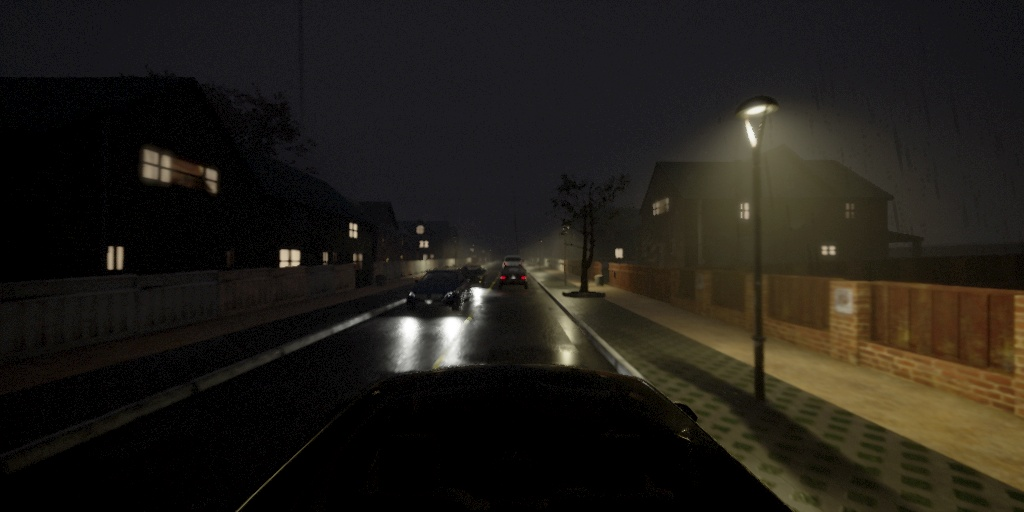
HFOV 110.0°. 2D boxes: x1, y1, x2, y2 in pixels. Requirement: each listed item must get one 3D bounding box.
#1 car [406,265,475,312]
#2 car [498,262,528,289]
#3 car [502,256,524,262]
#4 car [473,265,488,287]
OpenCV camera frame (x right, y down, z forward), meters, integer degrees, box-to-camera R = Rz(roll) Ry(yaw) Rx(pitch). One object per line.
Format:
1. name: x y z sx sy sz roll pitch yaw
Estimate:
1. car: -2.778 1.277 14.378 1.812 1.442 4.674 0 0 1
2. car: 0.089 1.301 23.145 2.033 1.411 5.357 0 0 0
3. car: 0.110 0.975 38.805 2.150 2.045 5.566 0 0 0
4. car: -2.731 1.317 24.636 1.994 1.385 4.181 0 0 0
